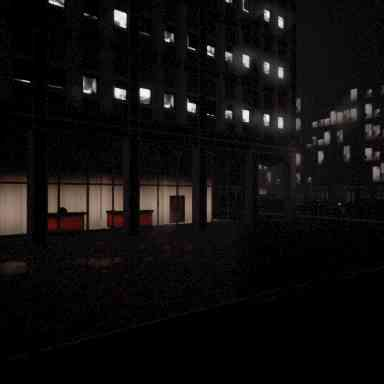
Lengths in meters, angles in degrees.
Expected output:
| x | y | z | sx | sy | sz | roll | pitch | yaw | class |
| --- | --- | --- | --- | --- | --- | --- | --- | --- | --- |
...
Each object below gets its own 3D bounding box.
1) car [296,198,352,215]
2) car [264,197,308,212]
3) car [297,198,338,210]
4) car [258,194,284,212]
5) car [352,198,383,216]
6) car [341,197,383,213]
| x | y | z | sx | sy | sz | roll | pitch | yaw | class |
| --- | --- | --- | --- | --- | --- | --- | --- | --- | --- |
| 12.008 | 1.415 | 31.351 | 1.752 | 1.417 | 4.829 | 1 | 0 | -36 | car |
| 10.575 | 1.390 | 37.857 | 1.812 | 1.442 | 4.674 | 0 | 0 | -36 | car |
| 15.459 | 1.438 | 41.170 | 2.008 | 1.369 | 4.403 | 1 | 0 | -36 | car |
| 8.560 | 1.171 | 36.074 | 2.192 | 1.841 | 5.009 | 1 | 0 | -36 | car |
| 16.504 | 1.399 | 29.838 | 1.882 | 1.535 | 5.008 | 0 | 0 | -38 | car |
| 18.858 | 1.360 | 36.620 | 1.967 | 1.590 | 4.097 | 1 | 0 | -36 | car |
